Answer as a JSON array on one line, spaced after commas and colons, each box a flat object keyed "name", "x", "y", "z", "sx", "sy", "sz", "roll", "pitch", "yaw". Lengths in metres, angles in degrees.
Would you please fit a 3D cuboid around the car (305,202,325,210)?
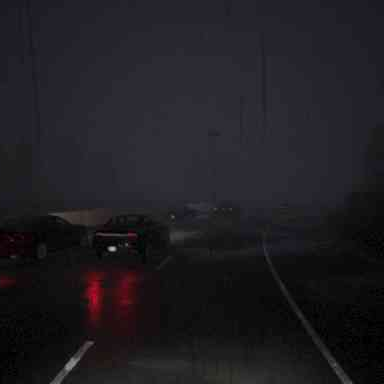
[{"name": "car", "x": 20.768, "y": 2.297, "z": 56.072, "sx": 1.895, "sy": 1.301, "sz": 4.718, "roll": 0, "pitch": -1, "yaw": 41}]

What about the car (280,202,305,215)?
[{"name": "car", "x": 12.307, "y": 2.008, "z": 41.439, "sx": 1.837, "sy": 1.490, "sz": 4.892, "roll": 0, "pitch": -1, "yaw": 29}]

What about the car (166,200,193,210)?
[{"name": "car", "x": -1.966, "y": 2.087, "z": 54.001, "sx": 1.837, "sy": 1.490, "sz": 4.892, "roll": 0, "pitch": -1, "yaw": 31}]

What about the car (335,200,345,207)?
[{"name": "car", "x": 30.157, "y": 2.293, "z": 65.630, "sx": 4.718, "sy": 1.301, "sz": 1.895, "roll": 1, "pitch": -1, "yaw": -40}]

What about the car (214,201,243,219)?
[{"name": "car", "x": 3.819, "y": 1.741, "z": 34.180, "sx": 2.097, "sy": 1.767, "sz": 4.553, "roll": 0, "pitch": -1, "yaw": 22}]

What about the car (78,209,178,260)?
[{"name": "car", "x": -2.177, "y": 1.627, "z": 13.049, "sx": 2.128, "sy": 1.511, "sz": 4.902, "roll": 0, "pitch": -1, "yaw": 9}]

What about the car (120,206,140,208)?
[{"name": "car", "x": -8.561, "y": 2.108, "z": 49.449, "sx": 1.895, "sy": 1.301, "sz": 4.718, "roll": 0, "pitch": -1, "yaw": 28}]

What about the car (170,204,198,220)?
[{"name": "car", "x": -0.937, "y": 1.945, "z": 31.756, "sx": 1.895, "sy": 1.301, "sz": 4.718, "roll": 0, "pitch": -1, "yaw": 20}]

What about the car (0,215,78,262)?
[{"name": "car", "x": -5.762, "y": 1.595, "z": 12.731, "sx": 1.882, "sy": 1.535, "sz": 5.008, "roll": 0, "pitch": -1, "yaw": 8}]
